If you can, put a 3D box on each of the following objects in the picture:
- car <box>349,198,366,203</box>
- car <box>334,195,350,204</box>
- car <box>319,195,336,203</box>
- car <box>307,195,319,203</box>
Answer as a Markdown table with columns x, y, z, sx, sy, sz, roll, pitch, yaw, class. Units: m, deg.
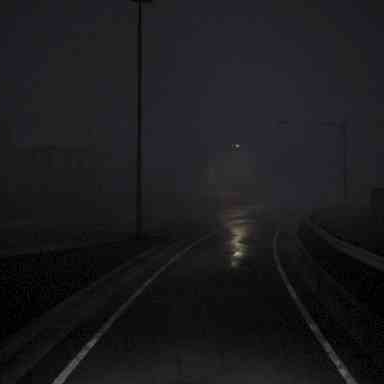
| x | y | z | sx | sy | sz | roll | pitch | yaw | class |
| --- | --- | --- | --- | --- | --- | --- | --- | --- | --- |
| 40.836 | 2.283 | 82.029 | 1.895 | 1.301 | 4.718 | 0 | 0 | 35 | car |
| 37.968 | 2.214 | 84.036 | 1.812 | 1.442 | 4.674 | 0 | 0 | 35 | car |
| 35.100 | 2.048 | 86.042 | 2.097 | 1.767 | 4.553 | 0 | 0 | 35 | car |
| 32.043 | 1.918 | 87.783 | 2.150 | 2.045 | 5.566 | 0 | 0 | 35 | car |
